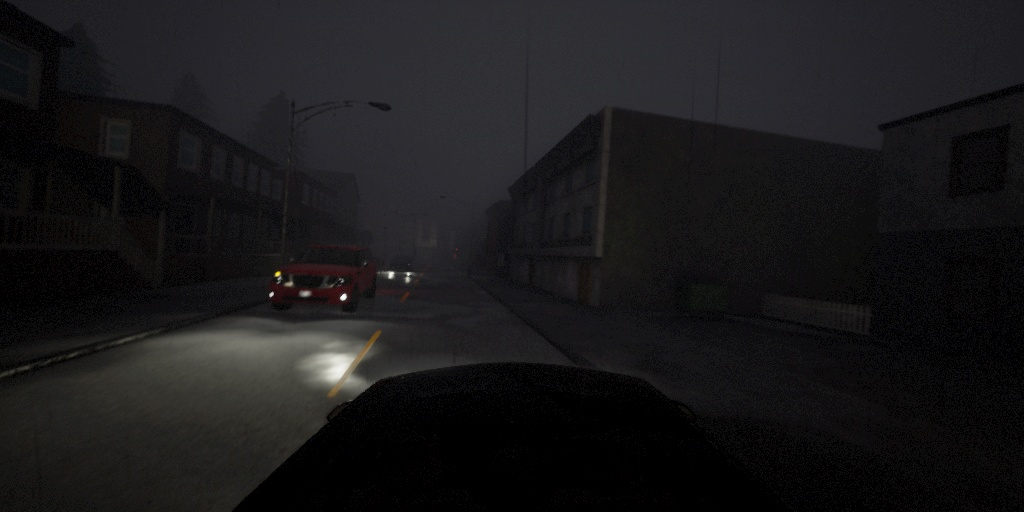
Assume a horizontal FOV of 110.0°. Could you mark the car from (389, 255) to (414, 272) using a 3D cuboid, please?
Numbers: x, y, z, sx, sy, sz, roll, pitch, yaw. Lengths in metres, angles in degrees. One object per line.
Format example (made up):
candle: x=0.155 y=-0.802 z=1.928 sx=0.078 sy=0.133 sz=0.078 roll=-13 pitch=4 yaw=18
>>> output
car: x=-10.729 y=0.661 z=35.116 sx=1.882 sy=1.535 sz=5.008 roll=4 pitch=-1 yaw=-11

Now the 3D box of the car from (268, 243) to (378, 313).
car: x=-6.072 y=0.609 z=12.338 sx=2.150 sy=2.045 sz=5.566 roll=4 pitch=0 yaw=-12
